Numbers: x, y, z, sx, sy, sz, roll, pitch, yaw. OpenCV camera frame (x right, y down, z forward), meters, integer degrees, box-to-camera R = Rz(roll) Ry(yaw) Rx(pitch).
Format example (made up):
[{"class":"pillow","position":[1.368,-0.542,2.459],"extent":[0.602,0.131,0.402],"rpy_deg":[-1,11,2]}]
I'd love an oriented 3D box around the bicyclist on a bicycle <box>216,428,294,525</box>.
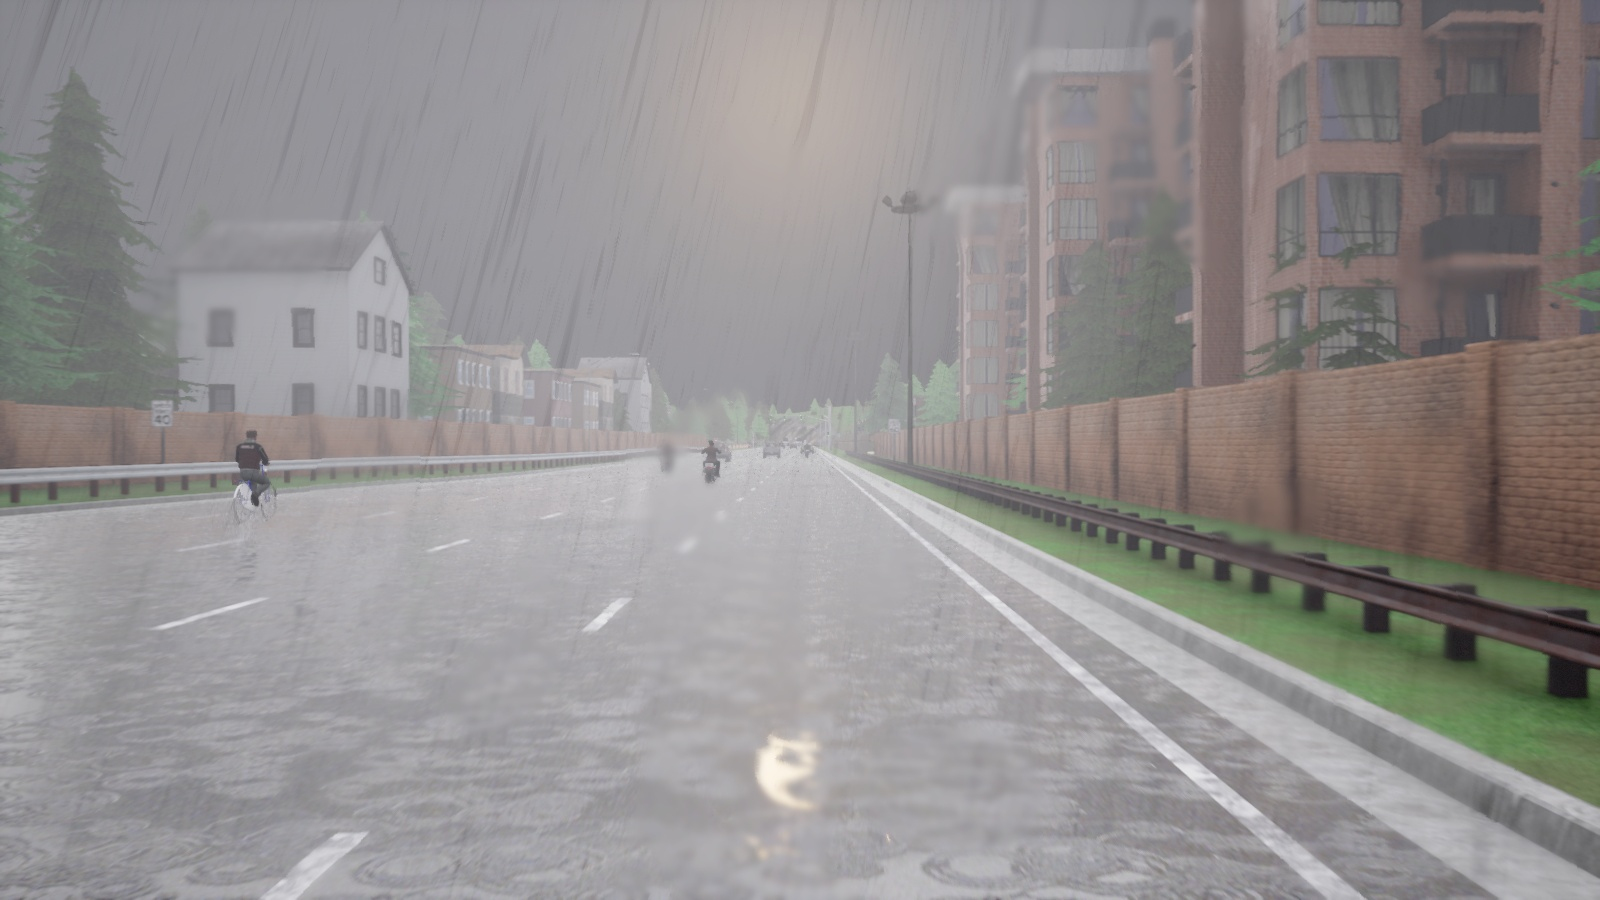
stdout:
[{"class":"bicyclist on a bicycle","position":[-10.349,0.475,23.907],"extent":[0.659,1.776,1.843],"rpy_deg":[0,1,0]}]

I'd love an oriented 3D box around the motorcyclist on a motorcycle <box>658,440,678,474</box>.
[{"class":"motorcyclist on a motorcycle","position":[-6.626,0.337,63.200],"extent":[0.766,1.649,2.350],"rpy_deg":[0,0,0]}]

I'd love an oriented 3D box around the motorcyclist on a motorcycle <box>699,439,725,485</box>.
[{"class":"motorcyclist on a motorcycle","position":[-3.223,0.436,46.075],"extent":[0.766,1.649,2.350],"rpy_deg":[0,0,0]}]
